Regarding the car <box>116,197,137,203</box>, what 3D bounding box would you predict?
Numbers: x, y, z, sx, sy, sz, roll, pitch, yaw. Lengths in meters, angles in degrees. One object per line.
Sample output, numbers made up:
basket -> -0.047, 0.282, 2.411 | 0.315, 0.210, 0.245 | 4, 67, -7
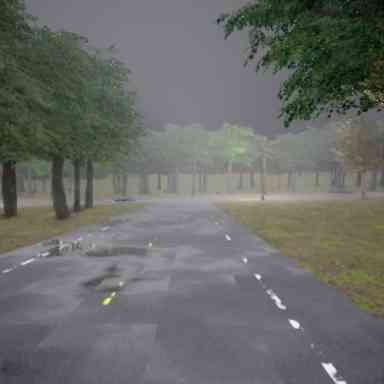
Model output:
car -> -15.103, 1.799, 76.865 | 4.718, 1.301, 1.895 | -1, 3, 0

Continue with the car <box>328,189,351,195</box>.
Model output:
car -> 37.256, -0.129, 83.972 | 5.357, 1.411, 2.033 | -2, 3, 0
